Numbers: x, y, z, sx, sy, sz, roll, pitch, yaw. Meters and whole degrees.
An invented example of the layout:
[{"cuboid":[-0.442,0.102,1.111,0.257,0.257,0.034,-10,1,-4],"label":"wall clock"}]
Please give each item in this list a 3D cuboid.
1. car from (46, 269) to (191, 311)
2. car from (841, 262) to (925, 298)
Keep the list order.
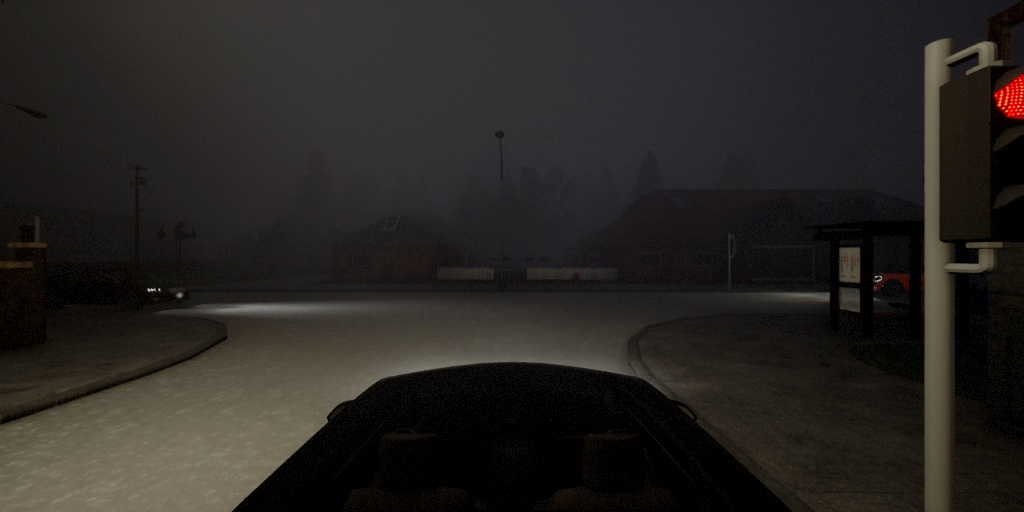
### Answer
[{"cuboid":[-15.137,1.233,13.676,4.902,1.511,2.128,0,0,0],"label":"car"},{"cuboid":[19.291,1.093,17.880,4.553,1.767,2.097,0,0,0],"label":"car"}]
